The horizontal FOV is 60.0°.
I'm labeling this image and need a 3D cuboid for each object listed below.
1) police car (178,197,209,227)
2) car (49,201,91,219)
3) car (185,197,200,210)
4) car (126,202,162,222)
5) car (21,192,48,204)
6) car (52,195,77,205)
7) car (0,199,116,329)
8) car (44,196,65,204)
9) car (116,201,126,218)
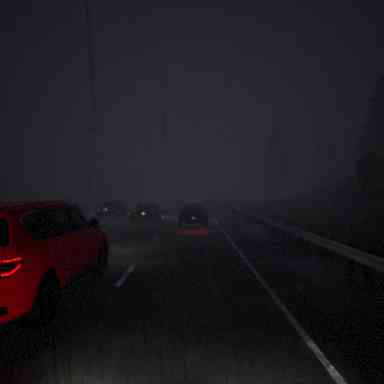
[{"bbox_3d":[0.087,1.351,22.548,1.930,1.638,5.238,0,0,0],"label":"police car"},{"bbox_3d":[-10.417,1.507,28.739,1.895,1.301,4.718,0,0,0],"label":"car"},{"bbox_3d":[0.075,1.393,40.920,1.812,1.442,4.674,0,0,0],"label":"car"},{"bbox_3d":[-3.415,1.481,25.369,1.994,1.385,4.181,0,0,0],"label":"car"},{"bbox_3d":[-28.047,1.029,59.442,2.150,2.045,5.566,0,0,0],"label":"car"},{"bbox_3d":[-21.089,1.313,55.187,2.128,1.511,4.902,0,0,0],"label":"car"},{"bbox_3d":[-3.404,1.198,7.028,2.150,2.045,5.566,0,0,0],"label":"car"},{"bbox_3d":[-24.559,1.369,59.530,1.994,1.385,4.181,0,0,1],"label":"car"},{"bbox_3d":[-6.918,1.452,29.247,2.033,1.411,5.357,0,0,0],"label":"car"}]
